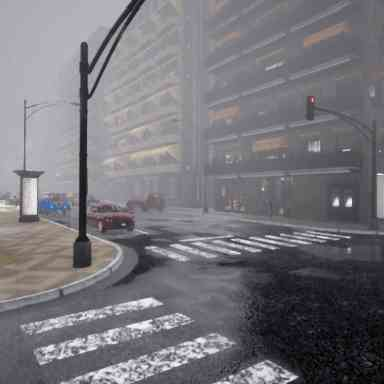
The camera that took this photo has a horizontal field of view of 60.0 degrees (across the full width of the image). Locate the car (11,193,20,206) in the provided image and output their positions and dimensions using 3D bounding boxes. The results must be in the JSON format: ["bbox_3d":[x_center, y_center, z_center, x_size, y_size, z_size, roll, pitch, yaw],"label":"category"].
[{"bbox_3d":[-17.846,0.909,35.833,1.887,1.381,4.507,2,0,-36],"label":"car"}]

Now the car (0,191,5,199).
[{"bbox_3d":[-34.471,0.470,58.714,1.887,1.381,4.507,2,0,-36],"label":"car"}]

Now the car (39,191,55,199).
[{"bbox_3d":[-27.796,0.529,63.784,1.752,1.417,4.829,2,0,-36],"label":"car"}]

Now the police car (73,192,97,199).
[{"bbox_3d":[-12.211,0.956,37.738,2.038,1.542,4.974,1,0,-36],"label":"police car"}]

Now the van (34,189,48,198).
[{"bbox_3d":[-31.016,0.260,68.223,1.690,1.788,3.998,2,0,-36],"label":"van"}]

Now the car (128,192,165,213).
[{"bbox_3d":[-4.415,0.936,31.613,2.192,1.841,5.009,2,0,-36],"label":"car"}]

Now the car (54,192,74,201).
[{"bbox_3d":[-21.047,0.748,54.493,1.947,1.339,4.313,2,0,-36],"label":"car"}]

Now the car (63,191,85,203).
[{"bbox_3d":[-17.718,0.710,49.918,1.967,1.590,4.097,2,0,-36],"label":"car"}]

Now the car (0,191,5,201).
[{"bbox_3d":[-27.818,0.541,49.562,1.967,1.590,4.097,2,0,-36],"label":"car"}]

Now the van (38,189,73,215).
[{"bbox_3d":[-11.190,0.881,26.681,1.690,1.788,3.998,2,0,-36],"label":"van"}]

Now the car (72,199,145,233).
[{"bbox_3d":[-4.547,1.260,17.528,1.887,1.381,4.507,2,0,-36],"label":"car"}]

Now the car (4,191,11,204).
[{"bbox_3d":[-21.071,0.804,40.272,1.752,1.417,4.829,2,0,-36],"label":"car"}]
